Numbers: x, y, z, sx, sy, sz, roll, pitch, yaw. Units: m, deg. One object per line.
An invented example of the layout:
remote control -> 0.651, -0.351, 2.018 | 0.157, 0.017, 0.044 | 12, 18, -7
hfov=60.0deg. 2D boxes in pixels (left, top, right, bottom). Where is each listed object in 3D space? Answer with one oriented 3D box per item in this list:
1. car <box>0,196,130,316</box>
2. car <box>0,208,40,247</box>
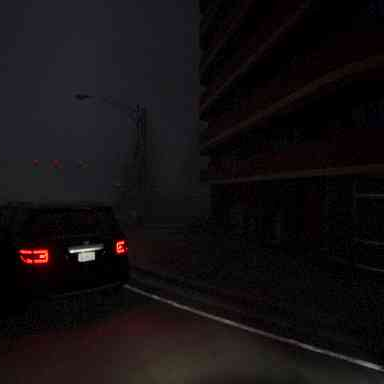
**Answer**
car -> -3.547, 1.221, 7.874 | 2.150, 2.045, 5.566 | 0, 0, -40
car -> -8.417, 1.564, 15.842 | 1.994, 1.385, 4.181 | 0, 0, -26
